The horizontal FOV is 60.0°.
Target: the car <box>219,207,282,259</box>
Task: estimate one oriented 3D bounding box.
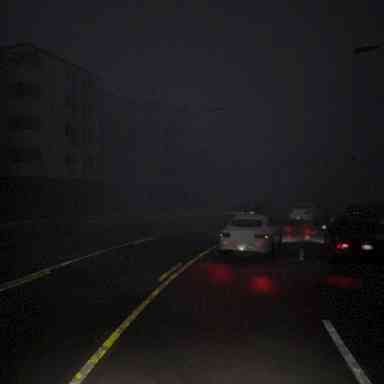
[{"bbox_3d":[2.316,1.533,12.625,1.812,1.442,4.674,0,0,19],"label":"car"}]

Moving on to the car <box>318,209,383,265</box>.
[{"bbox_3d":[5.621,1.563,11.474,2.033,1.411,5.357,0,0,19],"label":"car"}]

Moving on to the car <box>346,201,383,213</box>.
[{"bbox_3d":[11.383,1.514,22.262,1.837,1.490,4.892,0,0,37],"label":"car"}]

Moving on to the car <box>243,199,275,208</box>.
[{"bbox_3d":[7.864,1.560,38.894,4.674,1.442,1.812,0,0,-42],"label":"car"}]

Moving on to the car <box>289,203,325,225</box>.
[{"bbox_3d":[8.590,1.533,24.368,1.812,1.442,4.674,0,0,37],"label":"car"}]
